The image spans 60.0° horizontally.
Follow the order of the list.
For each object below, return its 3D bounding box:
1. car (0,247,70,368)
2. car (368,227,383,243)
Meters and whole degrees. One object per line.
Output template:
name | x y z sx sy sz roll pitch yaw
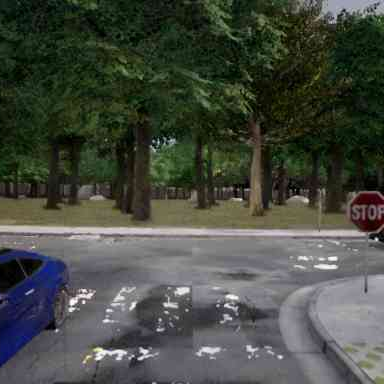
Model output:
car | -3.057 1.529 4.221 1.812 1.442 4.674 0 0 0
car | 10.343 1.588 13.826 5.357 1.411 2.033 0 1 0
